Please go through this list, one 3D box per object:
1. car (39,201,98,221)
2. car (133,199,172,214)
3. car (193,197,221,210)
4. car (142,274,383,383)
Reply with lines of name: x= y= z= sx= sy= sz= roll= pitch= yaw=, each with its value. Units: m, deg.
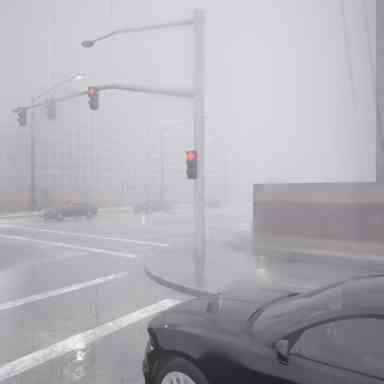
car: x=-10.075 y=1.491 z=27.417 sx=2.128 sy=1.511 sz=4.902 roll=0 pitch=0 yaw=34
car: x=-4.146 y=1.505 z=35.555 sx=1.837 sy=1.490 sz=4.892 roll=0 pitch=0 yaw=36
car: x=2.025 y=1.478 z=44.009 sx=1.882 sy=1.535 sz=5.008 roll=0 pitch=0 yaw=36
car: x=1.759 y=1.478 z=2.751 sx=5.008 sy=1.535 sz=1.882 roll=0 pitch=0 yaw=37
